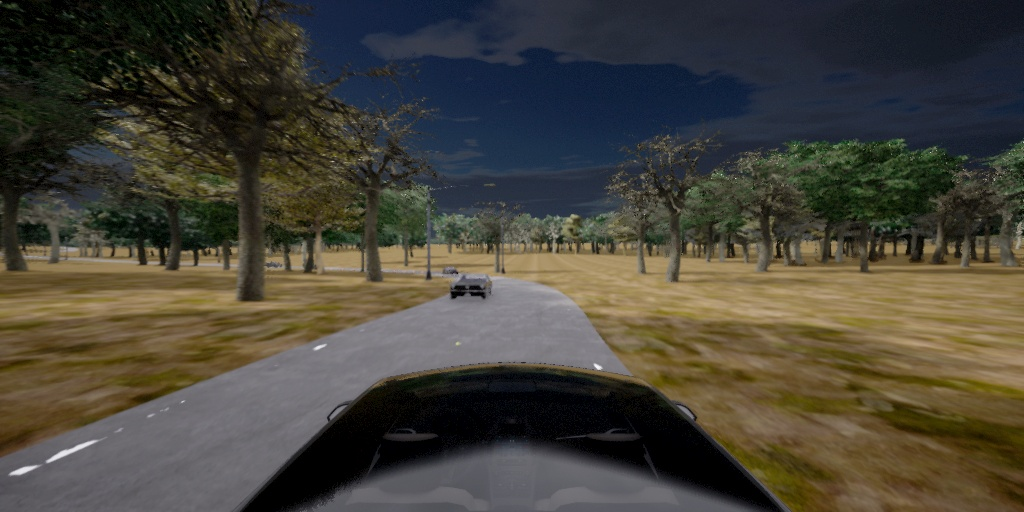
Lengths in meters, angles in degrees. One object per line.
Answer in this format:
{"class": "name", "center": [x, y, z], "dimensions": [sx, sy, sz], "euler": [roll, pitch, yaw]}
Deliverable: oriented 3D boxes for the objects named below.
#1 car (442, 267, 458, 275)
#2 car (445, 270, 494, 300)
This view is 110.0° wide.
{"class": "car", "center": [-10.330, 2.507, 59.799], "dimensions": [2.033, 1.411, 5.357], "euler": [-1, -1, -24]}
{"class": "car", "center": [-2.099, 1.614, 19.541], "dimensions": [1.895, 1.301, 4.718], "euler": [0, -1, 2]}
